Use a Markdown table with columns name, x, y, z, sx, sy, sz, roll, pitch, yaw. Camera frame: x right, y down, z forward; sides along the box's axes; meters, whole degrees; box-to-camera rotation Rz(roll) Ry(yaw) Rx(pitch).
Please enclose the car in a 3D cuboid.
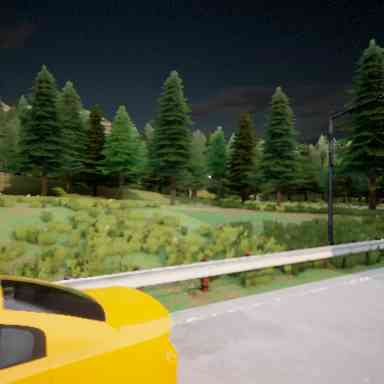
| name | x | y | z | sx | sy | sz | roll | pitch | yaw |
| --- | --- | --- | --- | --- | --- | --- | --- | --- | --- |
| car | -2.490 | 1.467 | 2.348 | 5.008 | 1.535 | 1.882 | 1 | 0 | -33 |
